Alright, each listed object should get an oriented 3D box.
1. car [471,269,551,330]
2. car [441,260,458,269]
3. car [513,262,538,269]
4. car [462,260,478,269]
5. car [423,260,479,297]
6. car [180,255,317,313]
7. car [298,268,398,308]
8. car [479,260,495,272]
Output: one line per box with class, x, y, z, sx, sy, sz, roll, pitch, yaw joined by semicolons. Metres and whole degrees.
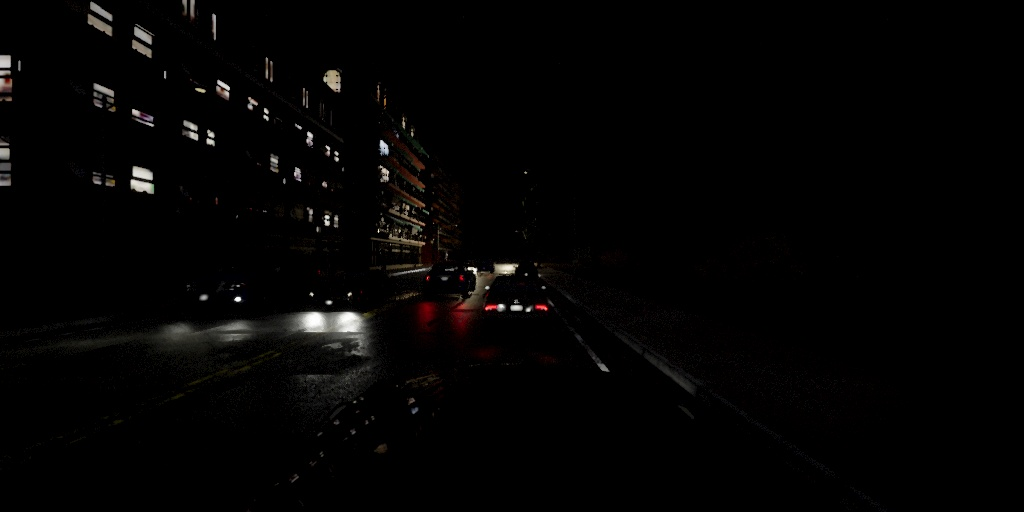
car;0.110;1.294;11.124;2.033;1.411;5.357;0;0;0
car;-9.786;1.325;56.584;1.895;1.301;4.718;0;0;0
car;1.166;1.244;30.525;1.837;1.490;4.892;0;0;0
car;-6.537;1.325;56.589;1.895;1.301;4.718;0;0;0
car;-3.134;1.096;18.777;2.097;1.767;4.553;0;0;0
car;-9.839;0.967;14.212;2.150;2.045;5.566;0;0;0
car;-6.588;1.293;15.570;2.033;1.411;5.357;0;0;0
car;-3.110;1.210;42.651;1.882;1.535;5.008;0;0;0
